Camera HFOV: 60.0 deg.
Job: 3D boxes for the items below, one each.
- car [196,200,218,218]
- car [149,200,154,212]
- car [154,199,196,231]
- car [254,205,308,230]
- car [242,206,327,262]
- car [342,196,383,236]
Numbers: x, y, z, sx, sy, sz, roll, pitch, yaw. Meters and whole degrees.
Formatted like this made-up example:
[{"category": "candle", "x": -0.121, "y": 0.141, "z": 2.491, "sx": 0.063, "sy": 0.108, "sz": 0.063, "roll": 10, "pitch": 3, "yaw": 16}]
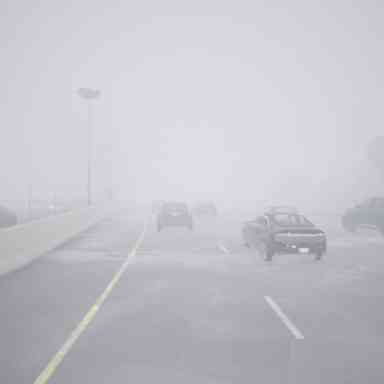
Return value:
[{"category": "car", "x": 1.078, "y": 1.490, "z": 30.704, "sx": 2.128, "sy": 1.511, "sz": 4.902, "roll": 0, "pitch": 0, "yaw": -8}, {"category": "car", "x": -3.964, "y": 1.557, "z": 39.250, "sx": 2.033, "sy": 1.411, "sz": 5.357, "roll": 0, "pitch": 0, "yaw": -11}, {"category": "car", "x": -1.180, "y": 1.355, "z": 21.013, "sx": 2.097, "sy": 1.767, "sz": 4.553, "roll": 0, "pitch": 0, "yaw": -6}, {"category": "car", "x": 5.748, "y": 1.590, "z": 22.245, "sx": 1.895, "sy": 1.301, "sz": 4.718, "roll": 0, "pitch": 0, "yaw": -6}, {"category": "car", "x": 3.108, "y": 1.486, "z": 12.097, "sx": 2.128, "sy": 1.511, "sz": 4.902, "roll": 0, "pitch": 0, "yaw": -4}, {"category": "car", "x": 9.806, "y": 1.202, "z": 16.661, "sx": 2.150, "sy": 2.045, "sz": 5.566, "roll": 0, "pitch": 0, "yaw": -4}]
